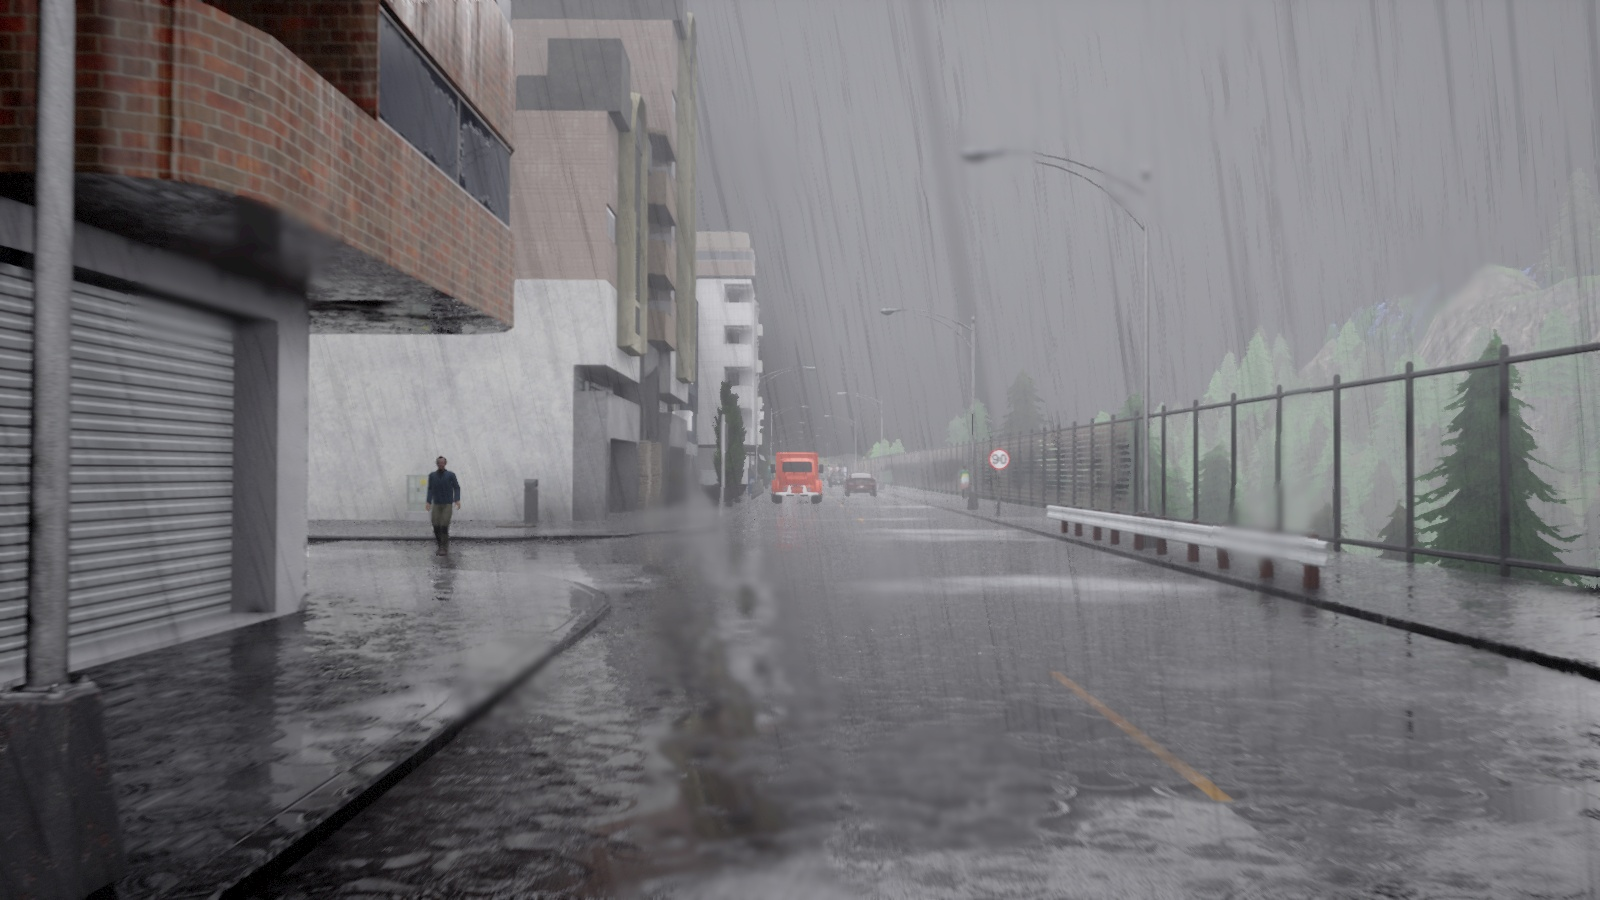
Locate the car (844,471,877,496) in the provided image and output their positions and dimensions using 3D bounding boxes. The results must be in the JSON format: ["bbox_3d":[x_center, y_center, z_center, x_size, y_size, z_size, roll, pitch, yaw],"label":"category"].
[{"bbox_3d":[3.812,2.116,79.988,1.882,1.535,5.008,0,-1,0],"label":"car"}]

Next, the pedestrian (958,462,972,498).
[{"bbox_3d":[9.003,1.635,68.470,0.659,1.952,0.873,0,-1,2],"label":"pedestrian"}]

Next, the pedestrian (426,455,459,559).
[{"bbox_3d":[-6.446,1.020,22.663,0.402,1.842,0.726,0,-1,0],"label":"pedestrian"}]

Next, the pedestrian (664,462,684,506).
[{"bbox_3d":[-5.285,1.429,52.783,0.709,1.840,0.431,1,-1,-43],"label":"pedestrian"}]

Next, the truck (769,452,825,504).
[{"bbox_3d":[-0.143,1.364,61.870,2.627,2.467,5.204,0,-1,0],"label":"truck"}]
